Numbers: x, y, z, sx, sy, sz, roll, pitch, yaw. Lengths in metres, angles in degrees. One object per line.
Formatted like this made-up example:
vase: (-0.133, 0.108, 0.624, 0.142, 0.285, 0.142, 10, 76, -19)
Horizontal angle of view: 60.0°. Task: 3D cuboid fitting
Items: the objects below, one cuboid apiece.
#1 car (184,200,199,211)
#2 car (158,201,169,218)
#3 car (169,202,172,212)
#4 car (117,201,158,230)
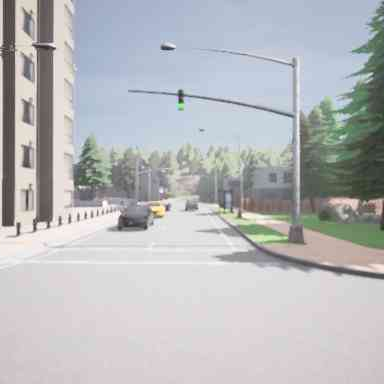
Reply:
car: (-0.055, 1.792, 45.130, 2.033, 1.411, 5.357, 0, 0, 0)
car: (-3.633, 1.646, 32.143, 1.882, 1.535, 5.008, 0, 0, 0)
car: (-3.616, 1.822, 42.243, 1.895, 1.301, 4.718, 0, 0, 0)
car: (-3.629, 1.593, 22.182, 1.882, 1.535, 5.008, 0, 0, 0)
